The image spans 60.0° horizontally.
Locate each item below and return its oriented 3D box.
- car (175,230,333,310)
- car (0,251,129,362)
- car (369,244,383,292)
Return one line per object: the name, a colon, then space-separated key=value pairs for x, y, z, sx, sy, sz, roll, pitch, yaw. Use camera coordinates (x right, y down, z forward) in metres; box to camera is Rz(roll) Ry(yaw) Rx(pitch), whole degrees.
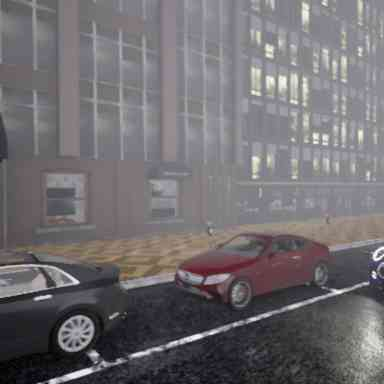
car: x=1.593 y=1.580 z=7.705 sx=4.206 sy=1.307 sz=1.802 roll=0 pitch=-1 yaw=-35
car: x=-3.035 y=1.551 z=4.406 sx=4.403 sy=1.369 sz=2.008 roll=0 pitch=-1 yaw=-35
car: x=6.093 y=1.349 z=7.717 sx=4.553 sy=1.767 sz=2.097 roll=0 pitch=0 yaw=-35
